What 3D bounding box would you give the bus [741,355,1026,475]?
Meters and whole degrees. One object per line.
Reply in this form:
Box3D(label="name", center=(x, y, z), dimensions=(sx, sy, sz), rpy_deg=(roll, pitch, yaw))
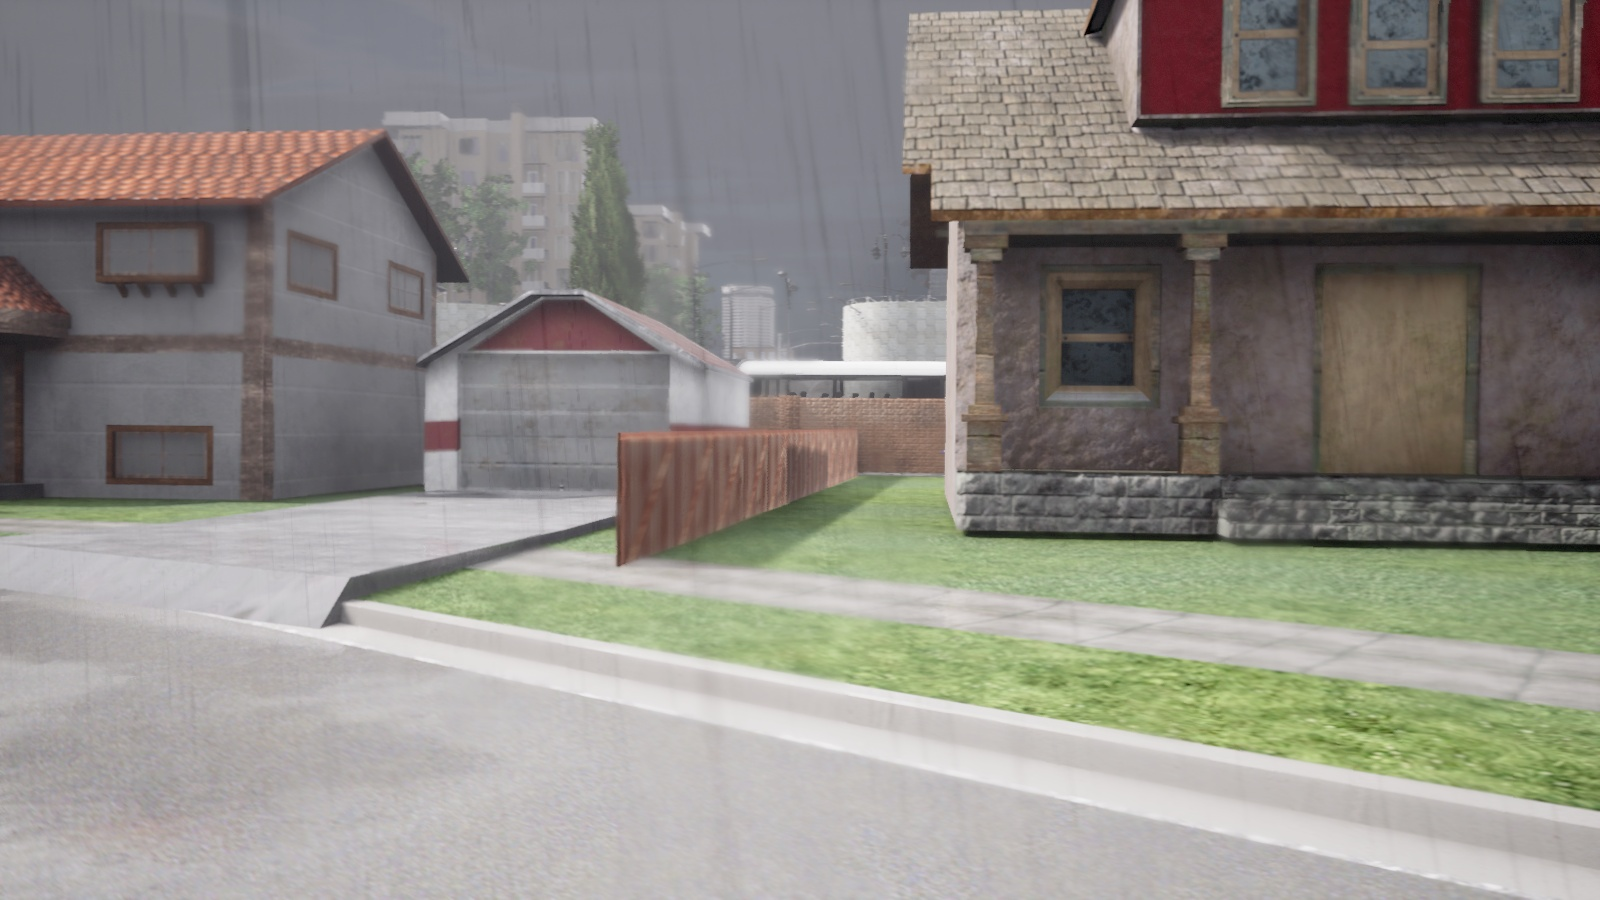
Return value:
Box3D(label="bus", center=(3.179, -1.262, 47.348), dimensions=(10.273, 4.253, 3.944), rpy_deg=(0, 1, 6))
